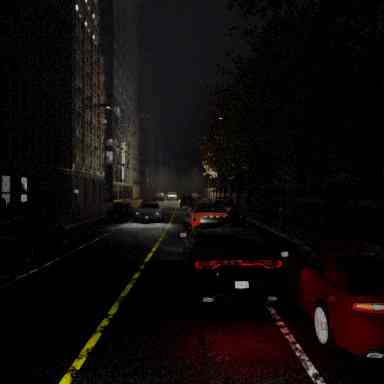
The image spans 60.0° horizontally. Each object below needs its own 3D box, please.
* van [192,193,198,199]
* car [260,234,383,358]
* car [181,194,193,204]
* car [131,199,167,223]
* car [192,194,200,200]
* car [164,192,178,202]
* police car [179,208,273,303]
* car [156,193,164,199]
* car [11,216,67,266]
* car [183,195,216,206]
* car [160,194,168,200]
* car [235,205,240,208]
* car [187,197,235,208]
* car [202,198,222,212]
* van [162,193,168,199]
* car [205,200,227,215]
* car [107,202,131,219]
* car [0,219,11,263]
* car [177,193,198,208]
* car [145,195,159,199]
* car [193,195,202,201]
[{"bbox_3d":[0.864,1.108,94.997,1.690,1.788,3.998,0,0,-1],"label":"van"},{"bbox_3d":[2.701,1.544,6.077,1.887,1.381,4.507,0,0,0],"label":"car"},{"bbox_3d":[-0.945,1.231,59.606,2.097,1.767,4.553,0,0,-1],"label":"car"},{"bbox_3d":[-3.214,1.499,25.655,1.812,1.442,4.674,0,0,-1],"label":"car"},{"bbox_3d":[1.003,1.227,89.440,1.967,1.590,4.097,0,0,-1],"label":"car"},{"bbox_3d":[-4.268,1.062,72.451,2.150,2.045,5.566,0,0,-1],"label":"car"},{"bbox_3d":[0.739,1.423,8.423,1.930,1.638,5.238,0,0,-3],"label":"police car"},{"bbox_3d":[-7.107,1.154,72.813,2.192,1.841,5.009,0,0,-1],"label":"car"},{"bbox_3d":[-5.817,1.561,11.595,1.947,1.339,4.313,0,0,0],"label":"car"},{"bbox_3d":[0.696,1.328,24.399,2.097,1.767,4.553,0,0,1],"label":"car"},{"bbox_3d":[-7.527,1.336,89.490,2.008,1.369,4.403,0,0,-1],"label":"car"},{"bbox_3d":[2.649,1.562,22.735,1.802,1.307,4.206,0,0,-1],"label":"car"},{"bbox_3d":[0.906,1.338,18.350,2.097,1.767,4.553,0,0,0],"label":"car"},{"bbox_3d":[2.258,1.488,39.417,2.008,1.369,4.403,0,0,-1],"label":"car"},{"bbox_3d":[-7.665,1.106,95.049,1.690,1.788,3.998,0,0,-1],"label":"van"},{"bbox_3d":[2.397,1.535,33.860,1.802,1.307,4.206,0,0,-1],"label":"car"},{"bbox_3d":[-5.993,1.532,28.341,1.947,1.339,4.313,0,0,-1],"label":"car"},{"bbox_3d":[-5.824,1.314,6.033,2.192,1.841,5.009,0,0,0],"label":"car"},{"bbox_3d":[-0.598,1.269,46.379,2.097,1.767,4.553,0,0,-1],"label":"car"},{"bbox_3d":[-6.551,1.486,50.581,1.802,1.307,4.206,0,0,-1],"label":"car"},{"bbox_3d":[1.281,1.375,78.323,2.008,1.369,4.403,0,0,-1],"label":"car"}]
